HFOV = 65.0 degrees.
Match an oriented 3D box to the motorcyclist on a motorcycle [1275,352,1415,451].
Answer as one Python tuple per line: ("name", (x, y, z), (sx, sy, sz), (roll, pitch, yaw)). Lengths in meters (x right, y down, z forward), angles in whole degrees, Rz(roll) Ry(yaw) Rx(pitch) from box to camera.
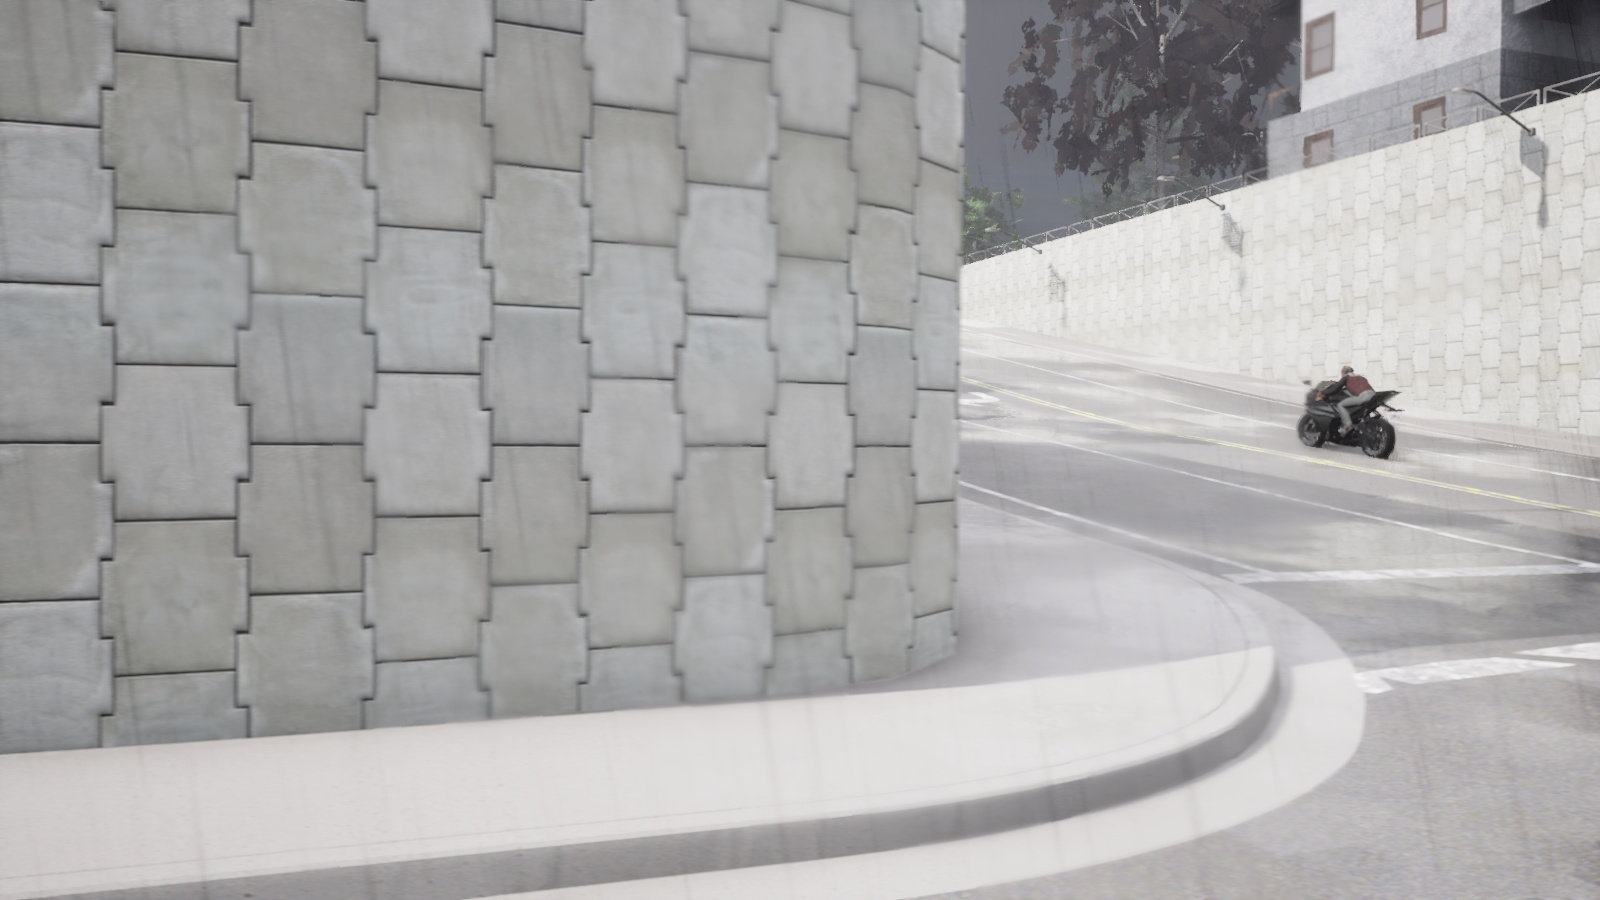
("motorcyclist on a motorcycle", (9.329, -0.875, 21.618), (0.866, 1.530, 2.191), (-1, 7, -18))
